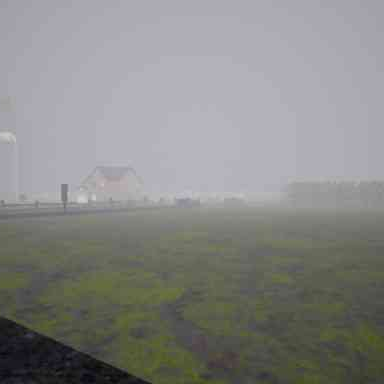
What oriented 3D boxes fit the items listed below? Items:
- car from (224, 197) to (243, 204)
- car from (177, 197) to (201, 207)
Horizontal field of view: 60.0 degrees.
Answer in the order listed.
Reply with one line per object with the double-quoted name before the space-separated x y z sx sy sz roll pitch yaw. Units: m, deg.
"car" 8.238 1.634 65.545 1.882 1.535 5.008 -1 -1 35
"car" -0.437 1.607 53.308 2.128 1.511 4.902 -1 -1 35
